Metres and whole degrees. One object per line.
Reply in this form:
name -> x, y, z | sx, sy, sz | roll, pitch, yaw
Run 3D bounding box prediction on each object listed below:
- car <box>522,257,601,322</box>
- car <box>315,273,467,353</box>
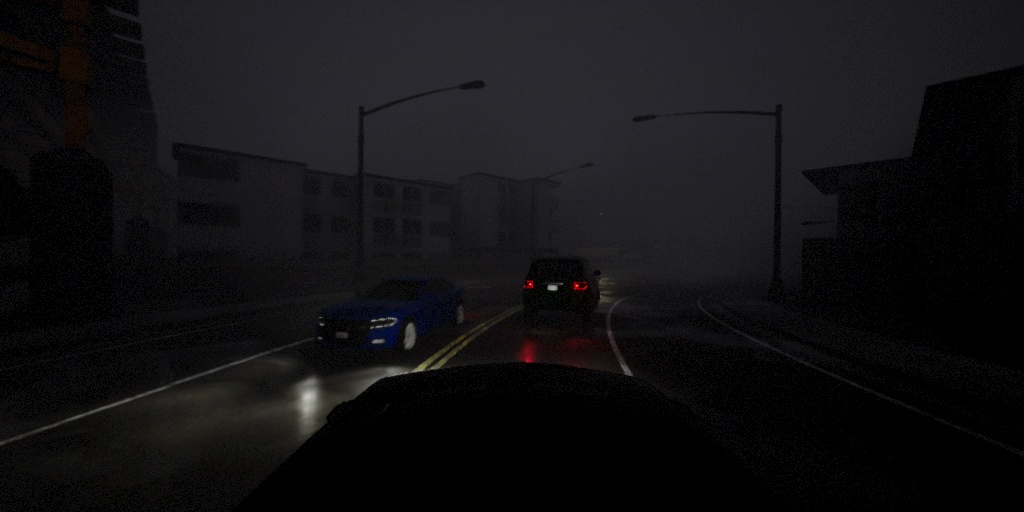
car -> 1.958, 1.082, 13.158 | 2.150, 2.045, 5.566 | 0, -1, 16
car -> -2.685, 1.234, 9.146 | 1.882, 1.535, 5.008 | 0, -1, 11
